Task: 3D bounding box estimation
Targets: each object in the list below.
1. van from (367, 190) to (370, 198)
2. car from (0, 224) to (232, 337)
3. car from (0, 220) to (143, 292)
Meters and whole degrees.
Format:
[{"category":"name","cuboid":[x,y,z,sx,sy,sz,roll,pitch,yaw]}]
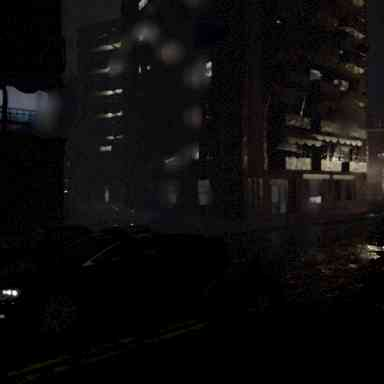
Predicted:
[{"category":"van","cuboid":[32.252,0.440,64.460,3.998,1.788,1.690,1,0,20]},{"category":"car","cuboid":[-1.414,1.475,6.707,4.902,1.511,2.128,-1,0,-36]},{"category":"car","cuboid":[-3.867,1.590,8.937,4.718,1.301,1.895,-1,0,-36]}]
